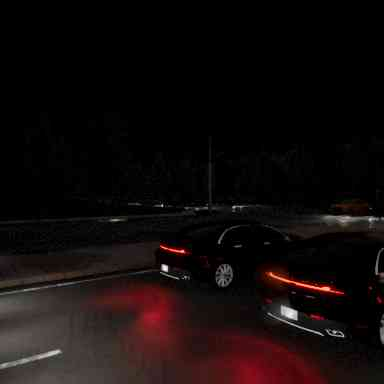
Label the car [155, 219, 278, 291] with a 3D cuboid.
[{"bbox_3d":[1.358,1.505,9.066,4.892,1.490,1.837,0,0,-35],"label":"car"}]

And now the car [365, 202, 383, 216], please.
[{"bbox_3d":[18.568,1.601,31.083,4.718,1.301,1.895,0,0,-35],"label":"car"}]

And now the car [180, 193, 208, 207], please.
[{"bbox_3d":[-0.090,1.221,52.259,2.150,2.045,5.566,0,0,-36],"label":"car"}]

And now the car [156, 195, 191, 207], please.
[{"bbox_3d":[-2.854,1.547,50.121,2.033,1.411,5.357,0,0,-35],"label":"car"}]

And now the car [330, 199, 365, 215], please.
[{"bbox_3d":[15.996,1.477,33.560,5.008,1.535,1.882,0,0,-35],"label":"car"}]

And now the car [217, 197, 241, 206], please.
[{"bbox_3d":[6.138,1.526,55.621,1.812,1.442,4.674,0,0,-35],"label":"car"}]

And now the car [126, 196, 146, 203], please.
[{"bbox_3d":[-11.752,1.540,69.077,2.033,1.411,5.357,0,0,-35],"label":"car"}]

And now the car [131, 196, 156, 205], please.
[{"bbox_3d":[-8.346,1.601,57.983,1.895,1.301,4.718,0,0,-35],"label":"car"}]

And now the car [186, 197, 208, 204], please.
[{"bbox_3d":[0.923,1.601,63.083,1.895,1.301,4.718,0,0,-35],"label":"car"}]

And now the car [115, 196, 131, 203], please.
[{"bbox_3d":[-14.119,1.491,66.326,2.128,1.511,4.902,0,0,-35],"label":"car"}]

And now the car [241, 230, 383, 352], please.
[{"bbox_3d":[3.390,1.505,6.217,4.892,1.490,1.837,0,0,-35],"label":"car"}]
